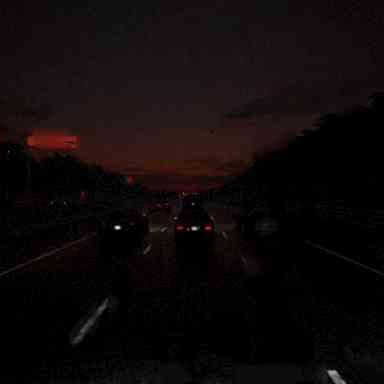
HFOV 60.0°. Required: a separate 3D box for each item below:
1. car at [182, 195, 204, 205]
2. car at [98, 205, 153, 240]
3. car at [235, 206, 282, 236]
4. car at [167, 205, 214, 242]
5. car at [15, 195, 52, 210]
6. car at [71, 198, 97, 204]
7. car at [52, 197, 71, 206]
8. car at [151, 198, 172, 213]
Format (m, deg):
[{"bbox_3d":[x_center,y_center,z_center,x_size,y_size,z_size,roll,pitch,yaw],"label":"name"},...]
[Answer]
[{"bbox_3d":[0.093,1.338,36.512,2.150,2.045,5.566,0,0,0],"label":"car"},{"bbox_3d":[-3.403,1.601,17.212,1.994,1.385,4.181,0,0,0],"label":"car"},{"bbox_3d":[3.596,1.520,18.611,1.882,1.535,5.008,0,0,0],"label":"car"},{"bbox_3d":[0.098,1.583,16.406,2.033,1.411,5.357,0,0,0],"label":"car"},{"bbox_3d":[-21.097,1.398,43.935,2.150,2.045,5.566,0,-1,0],"label":"car"},{"bbox_3d":[-14.097,1.677,44.831,2.128,1.511,4.902,0,0,0],"label":"car"},{"bbox_3d":[-17.592,1.545,45.586,2.097,1.767,4.553,0,-1,0],"label":"car"},{"bbox_3d":[-3.407,1.473,37.113,2.097,1.767,4.553,0,0,0],"label":"car"}]
